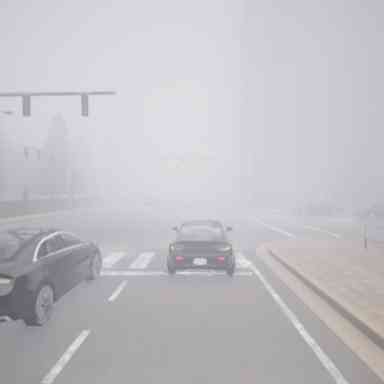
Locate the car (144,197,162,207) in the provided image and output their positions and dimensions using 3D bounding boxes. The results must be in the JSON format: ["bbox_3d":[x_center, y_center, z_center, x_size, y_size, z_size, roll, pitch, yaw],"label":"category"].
[{"bbox_3d":[-6.487,1.571,53.733,1.837,1.490,4.892,0,0,1],"label":"car"}]

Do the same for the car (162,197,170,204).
[{"bbox_3d":[-6.116,1.643,63.668,1.994,1.385,4.181,0,0,6],"label":"car"}]

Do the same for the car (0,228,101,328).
[{"bbox_3d":[-3.355,1.499,6.998,2.128,1.511,4.902,0,0,1],"label":"car"}]

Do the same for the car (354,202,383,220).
[{"bbox_3d":[16.616,1.606,28.827,4.892,1.490,1.837,0,0,0],"label":"car"}]

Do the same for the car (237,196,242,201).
[{"bbox_3d":[13.846,1.643,86.575,4.674,1.442,1.812,0,0,-23],"label":"car"}]

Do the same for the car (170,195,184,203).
[{"bbox_3d":[-3.435,1.448,73.454,2.097,1.767,4.553,0,0,21],"label":"car"}]

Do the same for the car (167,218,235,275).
[{"bbox_3d":[0.317,1.539,10.449,1.812,1.442,4.674,0,0,3],"label":"car"}]

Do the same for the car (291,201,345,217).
[{"bbox_3d":[12.201,1.608,32.342,4.892,1.490,1.837,0,0,1],"label":"car"}]
